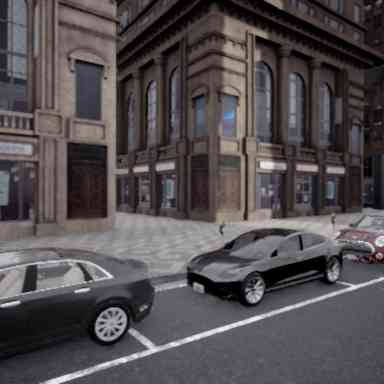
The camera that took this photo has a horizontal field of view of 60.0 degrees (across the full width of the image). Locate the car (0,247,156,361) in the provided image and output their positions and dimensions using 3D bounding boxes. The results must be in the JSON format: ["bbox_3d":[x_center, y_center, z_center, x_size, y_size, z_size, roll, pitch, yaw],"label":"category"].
[{"bbox_3d":[-2.650,1.551,4.754,4.403,1.369,2.008,0,0,-36],"label":"car"}]

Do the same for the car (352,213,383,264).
[{"bbox_3d":[6.469,1.445,11.262,4.097,1.590,1.967,0,0,-36],"label":"car"}]

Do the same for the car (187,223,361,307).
[{"bbox_3d":[1.909,1.568,8.008,4.313,1.339,1.947,0,0,-36],"label":"car"}]
